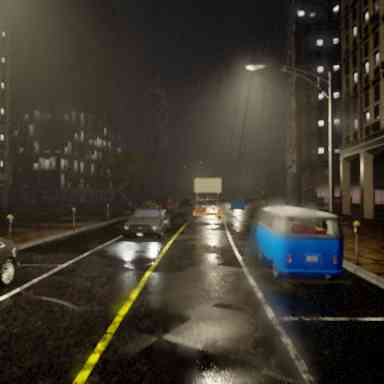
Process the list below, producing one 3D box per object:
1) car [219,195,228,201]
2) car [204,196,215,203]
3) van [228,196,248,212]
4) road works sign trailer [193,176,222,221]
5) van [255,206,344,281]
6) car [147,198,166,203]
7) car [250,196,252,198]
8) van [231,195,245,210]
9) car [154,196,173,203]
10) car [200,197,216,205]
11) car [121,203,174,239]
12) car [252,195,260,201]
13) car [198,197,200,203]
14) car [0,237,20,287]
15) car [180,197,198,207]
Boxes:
[{"bbox_3d":[8.470,1.676,90.529,1.947,1.339,4.313,1,0,17],"label":"car"},{"bbox_3d":[3.958,1.668,74.309,1.802,1.307,4.206,1,0,14],"label":"car"},{"bbox_3d":[5.387,1.374,39.060,1.690,1.788,3.998,1,0,8],"label":"van"},{"bbox_3d":[1.331,0.492,27.977,2.380,3.560,2.880,0,0,6],"label":"road works sign trailer"},{"bbox_3d":[2.914,1.353,9.697,1.690,1.788,3.998,1,0,2],"label":"van"},{"bbox_3d":[-3.818,1.558,29.248,1.752,1.417,4.829,1,0,5],"label":"car"},{"bbox_3d":[10.677,1.616,67.982,1.947,1.339,4.313,1,0,13],"label":"car"},{"bbox_3d":[6.219,1.378,44.863,1.690,1.788,3.998,1,0,9],"label":"van"},{"bbox_3d":[-3.193,1.355,35.051,2.192,1.841,5.009,1,0,7],"label":"car"},{"bbox_3d":[3.191,1.565,59.317,1.837,1.490,4.892,0,0,12],"label":"car"},{"bbox_3d":[-2.239,1.566,17.897,2.033,1.411,5.357,0,0,3],"label":"car"},{"bbox_3d":[16.791,1.637,90.280,1.947,1.339,4.313,1,0,18],"label":"car"},{"bbox_3d":[1.414,1.639,63.252,1.947,1.339,4.313,1,0,12],"label":"car"},{"bbox_3d":[-5.202,1.556,6.700,2.008,1.369,4.403,1,0,1],"label":"car"},{"bbox_3d":[-0.736,1.626,52.055,1.947,1.339,4.313,1,0,10],"label":"car"}]
